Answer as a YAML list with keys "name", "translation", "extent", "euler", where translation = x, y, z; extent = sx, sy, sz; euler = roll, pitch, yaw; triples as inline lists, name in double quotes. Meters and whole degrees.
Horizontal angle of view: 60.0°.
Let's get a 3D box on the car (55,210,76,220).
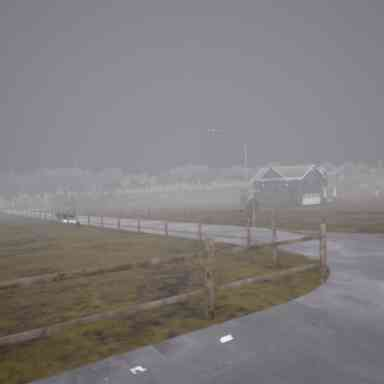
- name: "car"
  translation: [-19.016, 3.403, 49.850]
  extent: [1.895, 1.301, 4.718]
  euler: [-3, 0, -36]
